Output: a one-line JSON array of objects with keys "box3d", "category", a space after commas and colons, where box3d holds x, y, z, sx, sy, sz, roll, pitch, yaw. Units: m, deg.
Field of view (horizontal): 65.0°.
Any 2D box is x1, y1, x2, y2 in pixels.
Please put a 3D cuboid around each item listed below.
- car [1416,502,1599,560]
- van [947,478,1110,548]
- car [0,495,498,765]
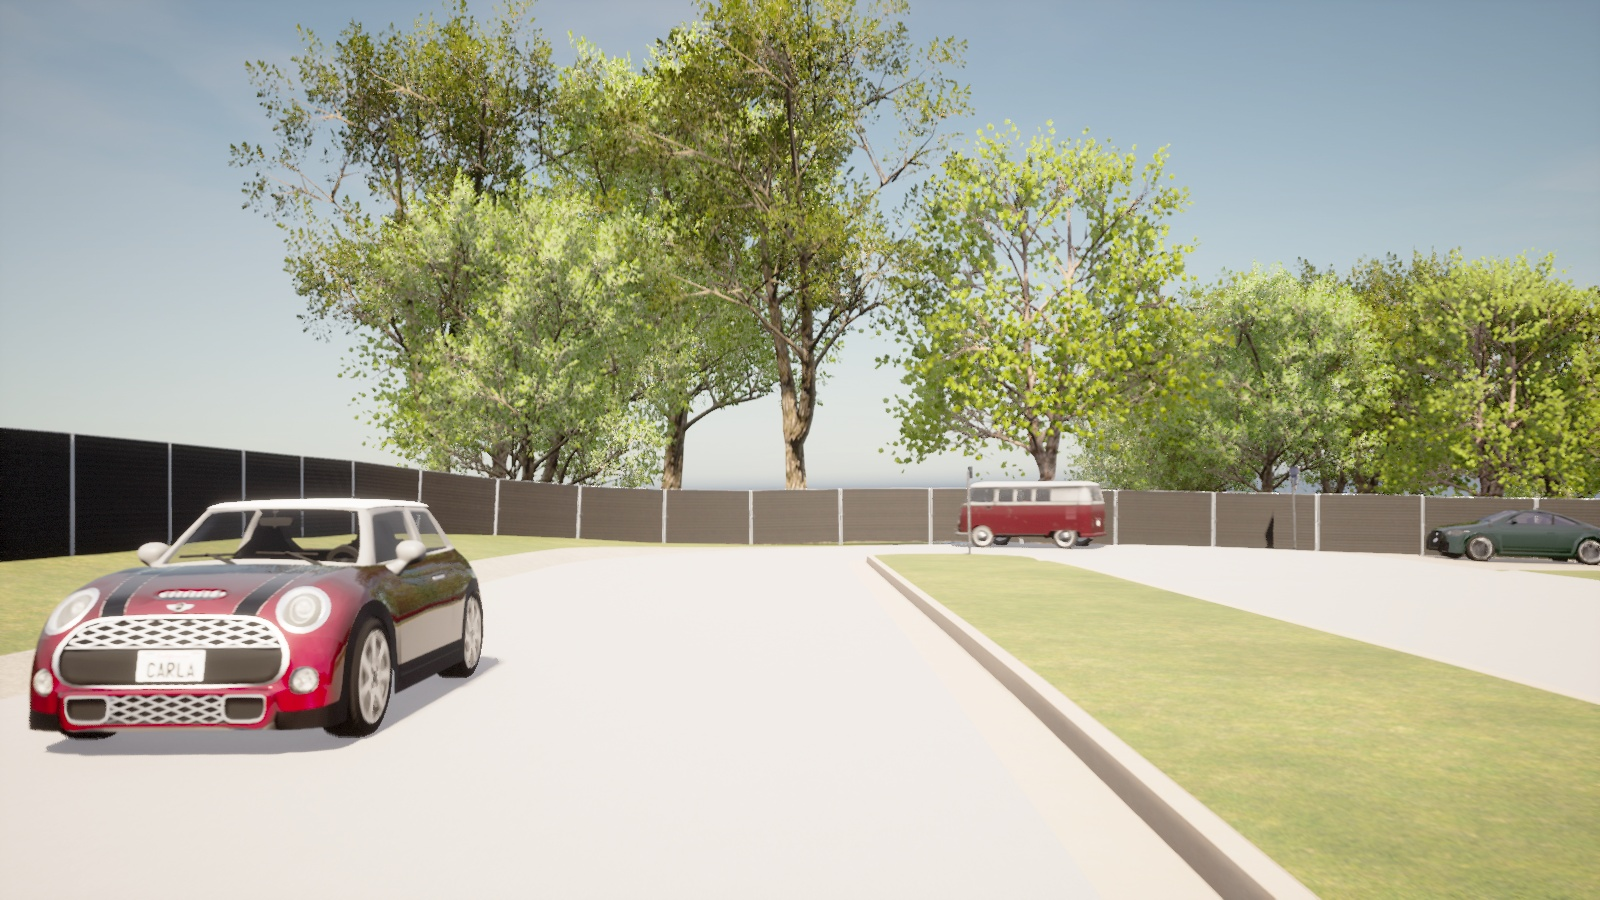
[{"box3d": [18.706, 2.097, 32.913, 4.181, 1.385, 1.994, 1, -2, 8], "category": "car"}, {"box3d": [6.836, 1.883, 37.680, 4.442, 1.987, 1.775, -2, -2, 29], "category": "van"}, {"box3d": [-3.589, 1.074, 8.932, 1.970, 1.475, 3.806, -1, -2, 0], "category": "car"}]
